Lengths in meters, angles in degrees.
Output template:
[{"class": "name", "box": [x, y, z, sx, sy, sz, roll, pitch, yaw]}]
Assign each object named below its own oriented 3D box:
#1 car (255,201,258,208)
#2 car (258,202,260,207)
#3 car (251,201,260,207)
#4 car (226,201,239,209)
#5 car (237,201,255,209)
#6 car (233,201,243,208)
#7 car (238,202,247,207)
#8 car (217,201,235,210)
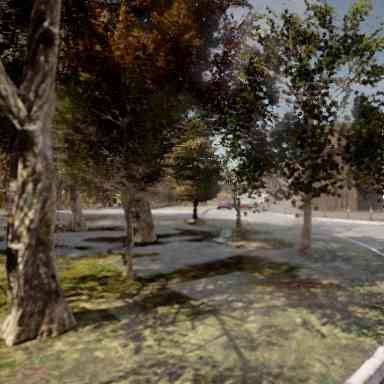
[{"class": "car", "box": [11.103, 2.589, 64.083, 1.895, 1.301, 4.718, 0, -2, 14]}, {"class": "car", "box": [13.572, 2.891, 74.105, 2.128, 1.511, 4.902, 0, -2, 14]}, {"class": "car", "box": [16.065, 3.075, 84.088, 1.882, 1.535, 5.008, 0, -2, 14]}, {"class": "car", "box": [7.791, 2.454, 64.235, 1.837, 1.490, 4.892, 0, -2, 15]}, {"class": "car", "box": [8.361, 2.111, 51.269, 1.895, 1.301, 4.718, 0, -2, 11]}, {"class": "car", "box": [10.318, 2.858, 74.489, 1.812, 1.442, 4.674, 0, -2, 14]}, {"class": "car", "box": [12.818, 3.145, 84.498, 1.895, 1.301, 4.718, 0, -2, 14]}, {"class": "car", "box": [4.941, 2.004, 50.712, 2.033, 1.411, 5.357, 0, -2, 10]}]
